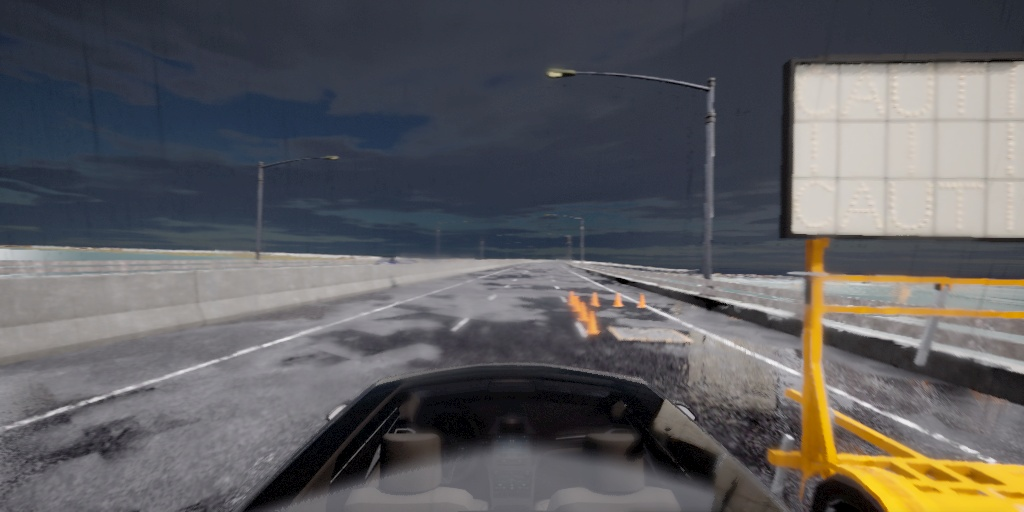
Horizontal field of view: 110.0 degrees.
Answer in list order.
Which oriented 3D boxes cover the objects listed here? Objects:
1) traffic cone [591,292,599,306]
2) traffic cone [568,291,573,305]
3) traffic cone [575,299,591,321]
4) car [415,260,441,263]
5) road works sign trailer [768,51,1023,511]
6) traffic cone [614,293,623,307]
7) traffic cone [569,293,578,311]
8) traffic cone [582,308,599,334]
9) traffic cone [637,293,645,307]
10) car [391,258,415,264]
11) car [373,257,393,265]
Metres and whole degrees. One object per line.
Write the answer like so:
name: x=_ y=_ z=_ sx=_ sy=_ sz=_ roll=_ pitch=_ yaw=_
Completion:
traffic cone: x=3.648 y=1.873 z=15.784 sx=0.340 sy=0.580 sz=0.340 roll=0 pitch=0 yaw=4
traffic cone: x=2.652 y=1.849 z=15.860 sx=0.340 sy=0.580 sz=0.340 roll=0 pitch=0 yaw=4
traffic cone: x=2.349 y=1.820 z=11.871 sx=0.340 sy=0.580 sz=0.340 roll=0 pitch=0 yaw=4
car: x=-10.722 y=1.242 z=47.964 sx=2.128 sy=1.511 sz=4.902 roll=1 pitch=0 yaw=6
road works sign trailer: x=3.150 y=0.297 z=2.784 sx=2.380 sy=3.560 sz=2.880 roll=0 pitch=0 yaw=4
traffic cone: x=4.645 y=1.897 z=15.708 sx=0.340 sy=0.580 sz=0.340 roll=0 pitch=0 yaw=4
traffic cone: x=2.500 y=1.835 z=13.866 sx=0.340 sy=0.580 sz=0.340 roll=0 pitch=0 yaw=4
traffic cone: x=2.197 y=1.805 z=9.877 sx=0.340 sy=0.580 sz=0.340 roll=0 pitch=0 yaw=4
traffic cone: x=5.641 y=1.920 z=15.631 sx=0.340 sy=0.580 sz=0.340 roll=0 pitch=0 yaw=4
car: x=-14.111 y=1.222 z=49.143 sx=2.033 sy=1.411 sz=5.357 roll=1 pitch=0 yaw=6
car: x=-17.547 y=0.950 z=50.057 sx=2.097 sy=1.767 sz=4.553 roll=1 pitch=0 yaw=6
